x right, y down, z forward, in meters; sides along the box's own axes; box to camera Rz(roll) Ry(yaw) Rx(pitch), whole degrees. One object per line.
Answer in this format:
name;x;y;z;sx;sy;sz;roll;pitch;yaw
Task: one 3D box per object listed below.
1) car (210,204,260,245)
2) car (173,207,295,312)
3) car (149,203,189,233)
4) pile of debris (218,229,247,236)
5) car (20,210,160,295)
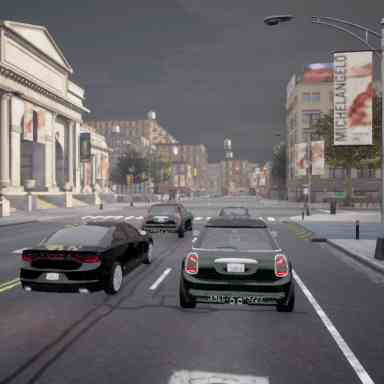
car;2.163;1.489;16.803;2.128;1.511;4.902;0;0;8
car;1.023;1.352;7.956;2.097;1.767;4.553;0;0;7
car;-1.196;1.352;18.009;2.097;1.767;4.553;0;0;8
pile of debris;2.221;2.175;18.040;1.500;0.140;1.860;0;0;8
car;-2.395;1.478;8.877;1.882;1.535;5.008;0;0;7
